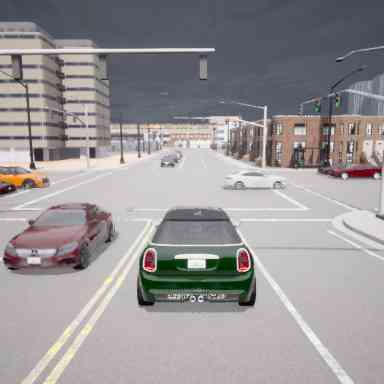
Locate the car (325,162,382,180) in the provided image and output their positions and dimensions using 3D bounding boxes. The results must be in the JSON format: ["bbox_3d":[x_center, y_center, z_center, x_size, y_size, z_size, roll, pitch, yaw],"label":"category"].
[{"bbox_3d":[16.047,-2.062,32.282,5.008,1.535,1.882,0,8,0],"label":"car"}]

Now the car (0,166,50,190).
[{"bbox_3d":[-13.420,-1.154,25.409,4.553,1.767,2.097,0,8,-2],"label":"car"}]

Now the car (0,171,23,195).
[{"bbox_3d":[-13.932,-0.412,21.871,4.181,1.385,1.994,0,8,0],"label":"car"}]

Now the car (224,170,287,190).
[{"bbox_3d":[4.770,-0.957,25.229,4.674,1.442,1.812,0,8,0],"label":"car"}]

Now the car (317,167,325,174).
[{"bbox_3d":[16.394,-2.511,35.760,5.357,1.411,2.033,0,8,0],"label":"car"}]

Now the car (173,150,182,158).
[{"bbox_3d":[-3.341,-8.935,77.540,2.097,1.767,4.553,0,8,0],"label":"car"}]

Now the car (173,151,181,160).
[{"bbox_3d":[-3.461,-5.924,58.196,1.882,1.535,5.008,0,9,0],"label":"car"}]

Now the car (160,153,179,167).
[{"bbox_3d":[-3.513,-4.516,48.859,2.128,1.511,4.902,0,8,1],"label":"car"}]

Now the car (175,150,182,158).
[{"bbox_3d":[-3.373,-7.262,67.491,1.812,1.442,4.674,0,8,1],"label":"car"}]

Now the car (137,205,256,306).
[{"bbox_3d":[0.091,1.075,7.660,2.097,1.767,4.553,0,4,0],"label":"car"}]

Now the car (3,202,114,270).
[{"bbox_3d":[-3.563,1.092,9.779,1.812,1.442,4.674,0,5,0],"label":"car"}]
